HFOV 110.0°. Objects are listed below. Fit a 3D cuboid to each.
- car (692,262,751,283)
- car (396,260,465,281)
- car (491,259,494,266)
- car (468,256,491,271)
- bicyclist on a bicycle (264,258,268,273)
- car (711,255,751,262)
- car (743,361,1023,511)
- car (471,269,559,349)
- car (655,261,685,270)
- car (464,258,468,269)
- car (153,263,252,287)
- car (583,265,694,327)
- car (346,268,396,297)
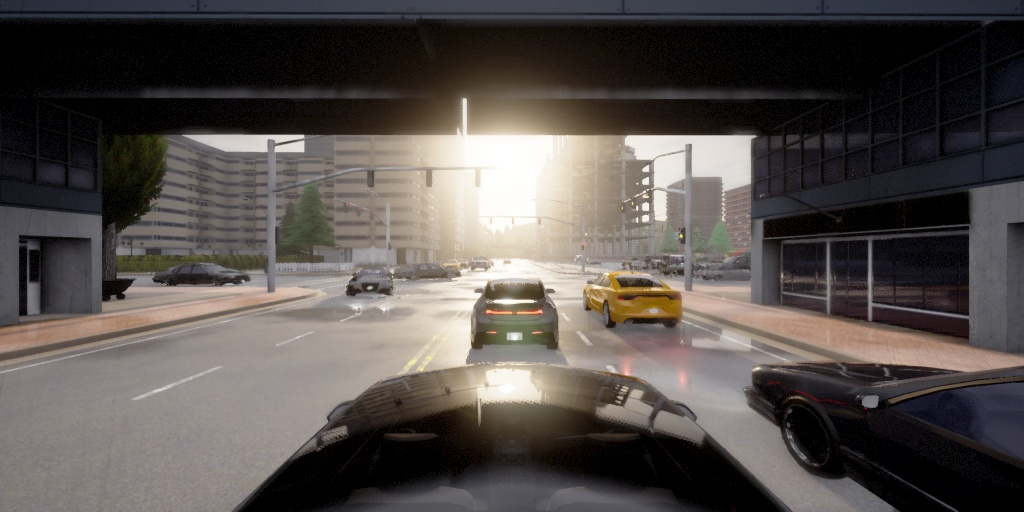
[{"bbox_3d":[16.841,1.351,27.692,4.718,1.301,1.895,0,0,1],"label":"car"},{"bbox_3d":[-6.962,1.297,29.605,5.357,1.411,2.033,0,0,-29],"label":"car"},{"bbox_3d":[-4.553,1.241,60.280,2.128,1.511,4.902,0,0,0],"label":"car"},{"bbox_3d":[-4.508,0.971,50.539,2.150,2.045,5.566,0,0,0],"label":"car"},{"bbox_3d":[-25.997,1.051,38.388,0.582,1.620,1.656,0,0,0],"label":"bicyclist on a bicycle"},{"bbox_3d":[19.903,0.971,31.357,5.566,2.045,2.150,0,0,1],"label":"car"},{"bbox_3d":[3.600,1.297,1.668,2.033,1.411,5.357,0,0,0],"label":"car"},{"bbox_3d":[0.066,1.255,9.124,1.837,1.490,4.892,0,0,0],"label":"car"},{"bbox_3d":[16.890,1.351,34.896,4.718,1.301,1.895,0,0,0],"label":"car"},{"bbox_3d":[-8.044,1.228,57.229,1.882,1.535,5.008,0,0,0],"label":"car"},{"bbox_3d":[-20.612,1.297,23.931,5.357,1.411,2.033,0,0,0],"label":"car"},{"bbox_3d":[3.578,1.228,11.495,1.882,1.535,5.008,0,0,0],"label":"car"},{"bbox_3d":[-7.297,1.314,18.825,1.994,1.385,4.181,0,0,-18],"label":"car"}]
